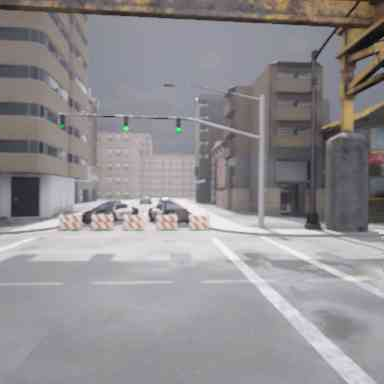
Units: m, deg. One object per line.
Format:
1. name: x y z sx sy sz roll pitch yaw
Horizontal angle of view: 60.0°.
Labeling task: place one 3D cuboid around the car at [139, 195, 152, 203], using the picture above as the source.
1. car: -8.093 1.232 58.212 1.853 1.218 4.536 1 0 -5

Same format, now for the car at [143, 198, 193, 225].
1. car: -1.530 1.443 23.451 2.038 1.542 4.974 1 0 -25

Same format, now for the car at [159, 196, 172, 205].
1. car: -4.000 1.267 49.988 1.853 1.218 4.536 1 0 -5

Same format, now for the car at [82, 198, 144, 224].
1. car: -5.701 1.405 23.430 2.038 1.542 4.974 1 0 20

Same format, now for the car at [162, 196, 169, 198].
1. car: -3.996 1.425 49.936 2.038 1.542 4.974 1 0 -5

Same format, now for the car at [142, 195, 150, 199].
1. car: -8.090 1.389 58.160 2.038 1.542 4.974 1 0 -5

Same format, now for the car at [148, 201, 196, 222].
1. car: -1.551 1.285 23.498 1.853 1.218 4.536 1 0 -25

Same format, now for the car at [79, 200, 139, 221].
1. car: -5.682 1.248 23.478 1.853 1.218 4.536 1 0 20
